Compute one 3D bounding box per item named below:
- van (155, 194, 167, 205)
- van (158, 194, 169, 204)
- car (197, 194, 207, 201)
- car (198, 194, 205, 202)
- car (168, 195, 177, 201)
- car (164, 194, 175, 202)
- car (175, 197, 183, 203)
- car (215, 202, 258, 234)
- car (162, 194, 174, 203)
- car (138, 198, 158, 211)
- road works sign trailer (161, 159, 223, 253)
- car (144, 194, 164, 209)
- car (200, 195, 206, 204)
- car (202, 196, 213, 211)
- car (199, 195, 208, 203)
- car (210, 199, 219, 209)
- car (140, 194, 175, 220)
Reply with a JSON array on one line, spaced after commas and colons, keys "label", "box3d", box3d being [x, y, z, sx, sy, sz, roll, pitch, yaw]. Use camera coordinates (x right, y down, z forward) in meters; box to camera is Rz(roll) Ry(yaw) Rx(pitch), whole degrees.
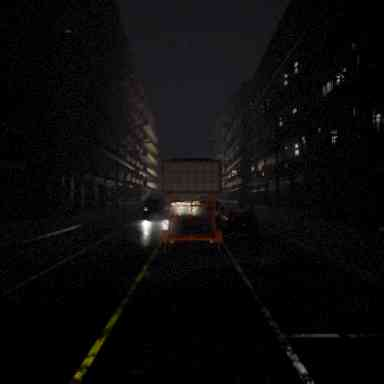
[{"label": "van", "box3d": [-5.302, 1.345, 57.664, 1.690, 1.788, 3.998, 2, 0, 0]}, {"label": "van", "box3d": [-5.304, 1.355, 63.196, 1.690, 1.788, 3.998, 1, 0, 0]}, {"label": "car", "box3d": [2.537, 1.383, 85.259, 2.192, 1.841, 5.009, 1, 0, 0]}, {"label": "car", "box3d": [2.571, 1.559, 63.135, 1.887, 1.381, 4.507, 1, 0, 0]}, {"label": "car", "box3d": [-5.316, 1.650, 90.848, 1.947, 1.339, 4.313, 1, 0, 0]}, {"label": "car", "box3d": [-5.307, 1.368, 79.786, 2.192, 1.841, 5.009, 1, 0, 0]}, {"label": "car", "box3d": [-2.765, 1.645, 68.882, 1.895, 1.301, 4.718, 0, 0, 0]}, {"label": "car", "box3d": [2.582, 1.528, 18.889, 1.887, 1.381, 4.507, 1, 0, 0]}, {"label": "car", "box3d": [-5.306, 1.354, 74.256, 2.192, 1.841, 5.009, 1, 0, 0]}, {"label": "car", "box3d": [-5.303, 1.513, 40.903, 1.752, 1.417, 4.829, 2, 0, 0]}, {"label": "road works sign trailer", "box3d": [-0.005, 0.449, 13.555, 2.380, 3.560, 2.880, 0, 0, 0]}, {"label": "car", "box3d": [-5.299, 1.307, 46.605, 2.192, 1.841, 5.009, 2, 0, 0]}, {"label": "car", "box3d": [2.575, 1.543, 46.543, 2.008, 1.369, 4.403, 1, 0, 0]}, {"label": "car", "box3d": [2.576, 1.533, 41.012, 1.887, 1.381, 4.507, 1, 0, 0]}, {"label": "car", "box3d": [2.579, 1.479, 74.197, 1.967, 1.590, 4.097, 1, 0, 0]}, {"label": "car", "box3d": [2.581, 1.507, 24.591, 1.752, 1.417, 4.829, 1, 0, 0]}, {"label": "car", "box3d": [-2.854, 1.333, 28.157, 2.097, 1.767, 4.553, 0, 0, 0]}]
